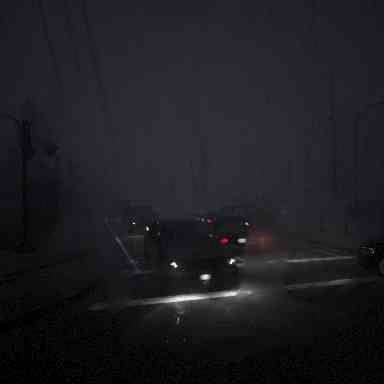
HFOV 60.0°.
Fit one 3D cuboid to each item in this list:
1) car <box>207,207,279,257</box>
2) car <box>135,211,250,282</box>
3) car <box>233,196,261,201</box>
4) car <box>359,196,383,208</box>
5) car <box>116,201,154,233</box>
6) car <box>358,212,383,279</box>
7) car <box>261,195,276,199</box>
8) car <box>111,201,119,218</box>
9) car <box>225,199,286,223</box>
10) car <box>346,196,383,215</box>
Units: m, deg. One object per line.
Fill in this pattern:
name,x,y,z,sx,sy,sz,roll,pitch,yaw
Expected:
car,1.389,1.539,12.729,2.033,1.411,5.357,0,0,-4
car,-0.368,1.543,10.140,2.033,1.411,5.357,0,0,-15
car,7.266,1.287,46.207,2.007,1.523,4.514,0,0,-17
car,23.819,1.273,43.279,1.845,1.501,3.633,0,0,-17
car,-3.127,1.529,19.967,2.033,1.411,5.357,0,0,-17
car,6.785,1.475,7.997,5.008,1.535,1.882,0,0,36
car,10.252,1.277,47.171,2.152,1.636,5.027,0,0,-17
car,-6.313,1.516,30.111,2.033,1.411,5.357,0,0,-17
car,2.894,1.466,19.575,5.357,1.411,2.033,-3,1,-24
car,15.546,1.355,29.271,1.970,1.475,3.806,0,0,-17
